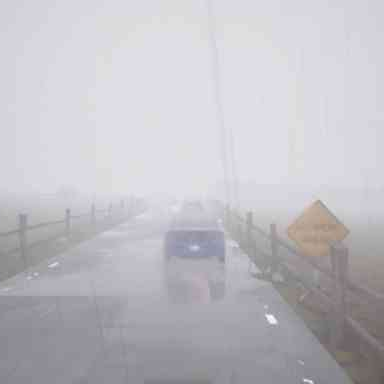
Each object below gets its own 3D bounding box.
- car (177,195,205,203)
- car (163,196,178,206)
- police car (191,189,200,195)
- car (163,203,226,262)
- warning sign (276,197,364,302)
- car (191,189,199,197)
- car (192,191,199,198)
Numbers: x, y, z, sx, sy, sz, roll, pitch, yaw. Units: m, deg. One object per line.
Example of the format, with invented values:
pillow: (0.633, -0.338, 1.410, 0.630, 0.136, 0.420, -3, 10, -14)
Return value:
car: (0.094, 1.272, 28.594, 2.128, 1.511, 4.902, 0, 1, 0)
car: (-2.820, 1.187, 45.125, 1.994, 1.385, 4.181, 0, 1, 0)
police car: (0.846, 0.686, 76.744, 1.930, 1.638, 5.238, 0, 1, 0)
car: (0.084, 1.392, 11.778, 1.882, 1.535, 5.008, 0, 1, 0)
warning sign: (2.470, 1.066, 6.609, 1.300, 1.860, 1.060, 1, 2, 0)
car: (0.848, 0.278, 92.659, 2.150, 2.045, 5.566, 0, 1, 0)
car: (0.849, 0.641, 86.634, 1.837, 1.490, 4.892, 0, 1, 0)
